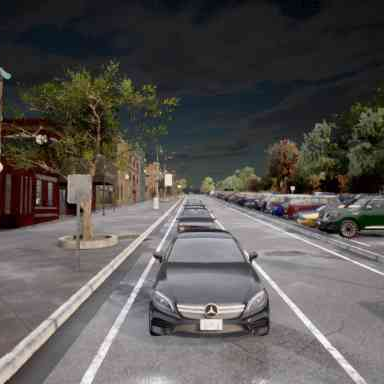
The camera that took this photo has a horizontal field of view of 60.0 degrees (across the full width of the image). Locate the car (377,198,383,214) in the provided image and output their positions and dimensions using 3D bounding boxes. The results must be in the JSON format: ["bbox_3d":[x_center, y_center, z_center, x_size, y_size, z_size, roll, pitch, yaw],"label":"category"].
[{"bbox_3d":[22.432,1.443,34.622,5.366,1.575,1.946,0,0,0],"label":"car"}]

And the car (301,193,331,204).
[{"bbox_3d":[22.110,1.134,59.605,4.553,1.767,2.185,0,1,0],"label":"car"}]

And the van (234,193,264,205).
[{"bbox_3d":[9.157,1.087,53.456,4.442,1.987,1.878,0,1,0],"label":"van"}]

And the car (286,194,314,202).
[{"bbox_3d":[22.028,1.186,67.933,4.892,1.521,2.231,0,1,0],"label":"car"}]

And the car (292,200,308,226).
[{"bbox_3d":[9.082,1.465,19.808,5.366,1.575,1.946,0,0,0],"label":"car"}]

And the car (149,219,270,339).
[{"bbox_3d":[0.255,1.523,6.803,1.812,1.442,4.674,0,0,0],"label":"car"}]

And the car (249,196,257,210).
[{"bbox_3d":[9.183,1.469,36.631,4.792,1.488,2.163,0,0,0],"label":"car"}]

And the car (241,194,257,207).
[{"bbox_3d":[9.122,1.408,42.242,4.892,1.521,2.231,0,0,0],"label":"car"}]

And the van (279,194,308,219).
[{"bbox_3d":[9.346,1.237,25.416,4.442,1.987,1.878,0,0,0],"label":"van"}]

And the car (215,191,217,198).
[{"bbox_3d":[8.846,1.063,81.488,5.008,1.535,2.097,0,1,0],"label":"car"}]

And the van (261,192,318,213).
[{"bbox_3d":[9.075,1.229,31.025,4.442,1.987,1.878,0,0,0],"label":"van"}]

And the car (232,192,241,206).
[{"bbox_3d":[9.050,1.112,47.848,5.566,2.045,2.435,0,1,0],"label":"car"}]

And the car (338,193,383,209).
[{"bbox_3d":[22.163,1.152,42.948,5.566,2.045,2.435,0,0,0],"label":"car"}]

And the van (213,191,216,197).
[{"bbox_3d":[8.678,0.762,89.895,4.442,1.987,1.878,0,1,0],"label":"van"}]

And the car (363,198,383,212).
[{"bbox_3d":[22.199,1.468,37.392,4.792,1.488,2.163,0,0,0],"label":"car"}]

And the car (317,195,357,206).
[{"bbox_3d":[22.321,1.331,51.279,5.366,1.575,1.946,0,1,0],"label":"car"}]

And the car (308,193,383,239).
[{"bbox_3d":[9.258,1.220,17.005,5.566,2.045,2.435,0,0,0],"label":"car"}]

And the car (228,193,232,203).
[{"bbox_3d":[9.015,1.289,56.260,4.892,1.521,2.231,0,1,0],"label":"car"}]

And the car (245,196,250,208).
[{"bbox_3d":[9.132,1.465,39.439,4.674,1.452,2.002,0,0,0],"label":"car"}]

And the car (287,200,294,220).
[{"bbox_3d":[9.251,1.505,22.613,4.674,1.452,2.002,0,0,0],"label":"car"}]

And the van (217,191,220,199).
[{"bbox_3d":[8.753,0.862,78.682,4.442,1.987,1.878,0,1,0],"label":"van"}]

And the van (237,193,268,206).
[{"bbox_3d":[9.176,1.112,50.653,4.442,1.987,1.878,0,1,0],"label":"van"}]

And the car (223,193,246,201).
[{"bbox_3d":[8.896,1.037,70.274,4.553,1.767,2.185,0,1,0],"label":"car"}]

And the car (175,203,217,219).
[{"bbox_3d":[0.199,1.532,17.382,2.033,1.411,5.357,0,0,0],"label":"car"}]

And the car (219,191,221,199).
[{"bbox_3d":[8.917,0.937,67.470,5.566,2.045,2.435,0,1,0],"label":"car"}]

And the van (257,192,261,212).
[{"bbox_3d":[9.289,1.221,33.828,4.442,1.987,1.878,0,0,0],"label":"van"}]

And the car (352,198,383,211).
[{"bbox_3d":[22.238,1.451,40.176,4.792,1.488,2.163,0,0,0],"label":"car"}]

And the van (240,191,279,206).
[{"bbox_3d":[9.214,1.162,45.048,4.442,1.987,1.878,0,0,0],"label":"van"}]

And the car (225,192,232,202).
[{"bbox_3d":[8.981,1.278,61.867,4.674,1.452,2.002,0,1,0],"label":"car"}]

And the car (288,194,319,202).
[{"bbox_3d":[21.856,1.207,65.155,5.366,1.575,1.946,0,1,0],"label":"car"}]

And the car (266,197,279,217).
[{"bbox_3d":[9.205,1.459,28.219,5.008,1.535,2.097,0,0,0],"label":"car"}]

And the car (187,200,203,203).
[{"bbox_3d":[0.230,1.442,29.830,2.128,1.511,4.902,0,0,0],"label":"car"}]

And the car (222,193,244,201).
[{"bbox_3d":[8.876,1.012,73.078,4.553,1.767,2.185,0,1,0],"label":"car"}]

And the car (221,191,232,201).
[{"bbox_3d":[8.936,0.962,64.667,5.566,2.045,2.435,0,1,0],"label":"car"}]
